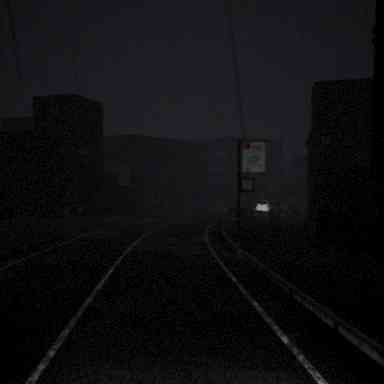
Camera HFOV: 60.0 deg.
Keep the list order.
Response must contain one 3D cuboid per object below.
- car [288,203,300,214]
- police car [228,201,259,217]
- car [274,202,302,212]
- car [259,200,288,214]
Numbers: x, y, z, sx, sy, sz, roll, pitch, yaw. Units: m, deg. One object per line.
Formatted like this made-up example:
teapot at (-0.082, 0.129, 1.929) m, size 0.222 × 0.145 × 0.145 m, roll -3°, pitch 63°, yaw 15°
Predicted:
car at (15.498, 2.724, 53.434) m, size 4.892 × 1.490 × 1.837 m, roll 3°, pitch 1°, yaw -43°
police car at (6.233, 2.170, 41.656) m, size 1.930 × 1.638 × 5.238 m, roll 2°, pitch 0°, yaw 29°
car at (17.614, 2.723, 60.907) m, size 4.902 × 1.511 × 2.128 m, roll 3°, pitch 1°, yaw -36°
car at (11.597, 2.243, 49.349) m, size 2.150 × 2.045 × 5.566 m, roll 3°, pitch 0°, yaw 40°
